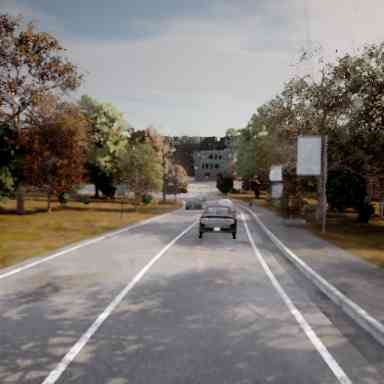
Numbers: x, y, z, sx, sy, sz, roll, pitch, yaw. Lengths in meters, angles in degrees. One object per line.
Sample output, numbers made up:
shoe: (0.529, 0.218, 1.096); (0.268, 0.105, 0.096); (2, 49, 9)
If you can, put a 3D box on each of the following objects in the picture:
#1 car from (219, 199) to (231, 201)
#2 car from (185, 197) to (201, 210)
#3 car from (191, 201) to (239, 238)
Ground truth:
car: (3.552, 1.476, 35.666); (1.812, 1.442, 4.674); (1, 0, 6)
car: (0.270, 1.407, 40.505); (1.837, 1.490, 4.892); (1, 0, 5)
car: (1.416, 1.472, 17.596); (2.128, 1.511, 4.902); (1, 0, 6)
